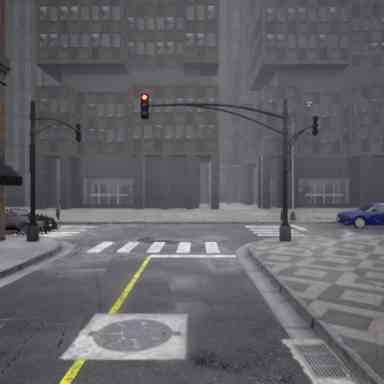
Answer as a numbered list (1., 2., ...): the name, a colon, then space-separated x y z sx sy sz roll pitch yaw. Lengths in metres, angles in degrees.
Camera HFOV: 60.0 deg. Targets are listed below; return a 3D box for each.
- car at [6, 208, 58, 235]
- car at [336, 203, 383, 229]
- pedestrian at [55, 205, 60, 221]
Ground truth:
1. car: -9.463 1.570 17.778 4.181 1.385 1.994 0 0 6
2. car: 11.810 1.455 21.084 5.008 1.535 1.882 0 0 1
3. pedestrian: -9.819 1.528 24.377 0.500 1.100 0.500 0 0 1
